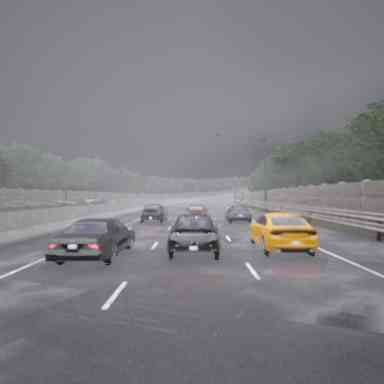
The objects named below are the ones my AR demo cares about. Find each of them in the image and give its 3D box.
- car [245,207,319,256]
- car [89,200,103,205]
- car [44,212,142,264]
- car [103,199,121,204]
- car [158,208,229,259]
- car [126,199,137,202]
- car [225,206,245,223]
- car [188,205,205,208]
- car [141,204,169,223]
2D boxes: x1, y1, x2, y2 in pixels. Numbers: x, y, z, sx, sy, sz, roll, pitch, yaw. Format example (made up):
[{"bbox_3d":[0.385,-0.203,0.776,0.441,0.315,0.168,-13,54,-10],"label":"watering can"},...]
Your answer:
[{"bbox_3d":[3.614,1.605,13.836,1.882,1.535,5.008,0,0,1],"label":"car"},{"bbox_3d":[-19.107,2.225,66.966,2.033,1.411,5.357,0,-1,3],"label":"car"},{"bbox_3d":[-3.431,1.658,12.189,2.033,1.411,5.357,0,-1,1],"label":"car"},{"bbox_3d":[-15.612,2.167,66.778,1.882,1.535,5.008,0,-1,3],"label":"car"},{"bbox_3d":[0.097,1.613,13.148,2.128,1.511,4.902,0,0,1],"label":"car"},{"bbox_3d":[-12.113,2.173,66.705,1.882,1.535,5.008,0,0,3],"label":"car"},{"bbox_3d":[3.866,1.832,28.045,1.994,1.385,4.181,0,-1,2],"label":"car"},{"bbox_3d":[0.377,1.794,28.437,1.812,1.442,4.674,0,0,2],"label":"car"},{"bbox_3d":[-3.136,1.770,28.127,1.837,1.490,4.892,0,0,2],"label":"car"}]
